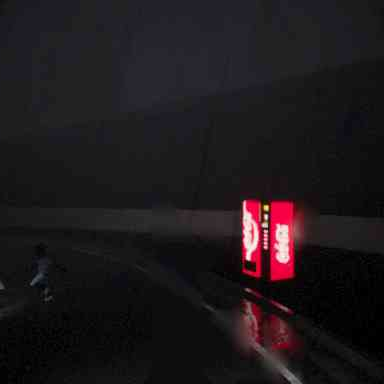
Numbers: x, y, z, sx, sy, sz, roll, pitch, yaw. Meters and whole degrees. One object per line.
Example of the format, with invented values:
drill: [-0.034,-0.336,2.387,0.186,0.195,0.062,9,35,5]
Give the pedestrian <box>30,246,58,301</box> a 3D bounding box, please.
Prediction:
pedestrian: [-3.020,1.293,6.779,0.375,1.860,0.375,0,0,-30]

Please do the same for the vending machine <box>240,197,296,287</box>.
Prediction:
vending machine: [1.930,1.195,8.492,1.100,2.100,0.880,0,0,-27]
